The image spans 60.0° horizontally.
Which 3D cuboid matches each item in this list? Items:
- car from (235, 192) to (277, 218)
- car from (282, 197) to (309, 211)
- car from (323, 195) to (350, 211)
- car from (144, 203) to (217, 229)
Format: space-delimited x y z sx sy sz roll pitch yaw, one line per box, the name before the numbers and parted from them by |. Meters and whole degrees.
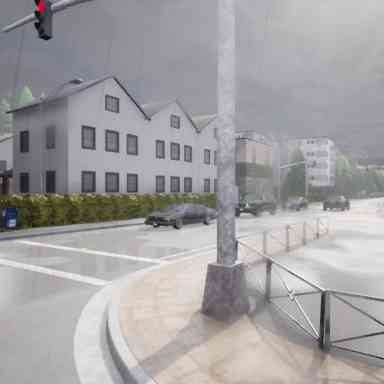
car | 5.496 1.035 28.594 2.150 2.045 5.566 0 0 35
car | 11.566 1.305 37.075 2.128 1.511 4.902 0 0 36
car | 16.409 1.164 37.593 2.097 1.767 4.553 0 0 35
car | -0.471 1.361 20.183 2.033 1.411 5.357 0 0 35
